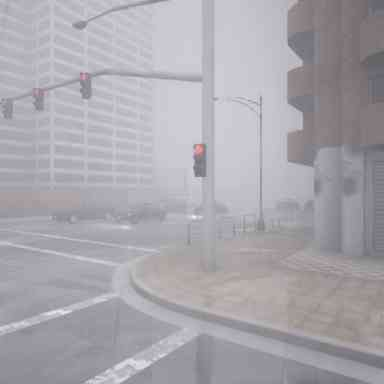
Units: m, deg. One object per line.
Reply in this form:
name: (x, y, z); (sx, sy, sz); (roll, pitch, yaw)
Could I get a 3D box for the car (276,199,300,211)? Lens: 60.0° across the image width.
car: (11.704, 1.526, 40.670); (1.812, 1.442, 4.674); (0, 0, 35)

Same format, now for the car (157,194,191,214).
car: (-2.489, 1.352, 33.040); (2.097, 1.767, 4.553); (0, 0, 35)

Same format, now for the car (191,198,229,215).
car: (1.933, 1.564, 33.209); (1.994, 1.385, 4.181); (0, 0, 36)

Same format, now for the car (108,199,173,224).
car: (-3.769, 1.526, 25.160); (1.812, 1.442, 4.674); (0, 0, 35)

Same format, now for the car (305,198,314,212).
car: (14.536, 1.505, 38.582); (1.837, 1.490, 4.892); (0, 0, 35)

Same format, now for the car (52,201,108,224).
car: (-8.070, 1.478, 25.175); (1.882, 1.535, 5.008); (0, 0, 35)
